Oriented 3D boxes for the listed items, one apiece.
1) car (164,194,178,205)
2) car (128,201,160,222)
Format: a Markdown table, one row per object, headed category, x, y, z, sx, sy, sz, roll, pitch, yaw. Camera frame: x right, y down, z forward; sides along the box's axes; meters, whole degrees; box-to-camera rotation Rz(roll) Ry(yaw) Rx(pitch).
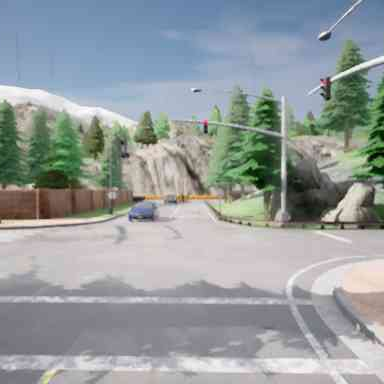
| category | x | y | z | sx | sy | sz | roll | pitch | yaw |
| --- | --- | --- | --- | --- | --- | --- | --- | --- | --- |
| car | -3.552 | 1.158 | 55.997 | 2.097 | 1.767 | 4.553 | 0 | 0 | 0 |
| car | -3.541 | 1.439 | 25.187 | 1.812 | 1.442 | 4.674 | 0 | 0 | 1 |
